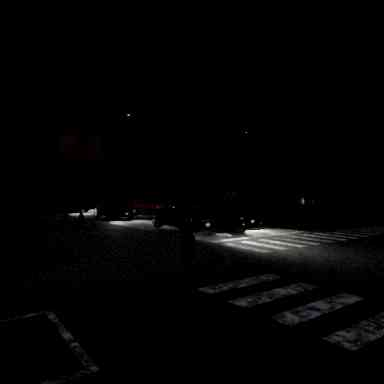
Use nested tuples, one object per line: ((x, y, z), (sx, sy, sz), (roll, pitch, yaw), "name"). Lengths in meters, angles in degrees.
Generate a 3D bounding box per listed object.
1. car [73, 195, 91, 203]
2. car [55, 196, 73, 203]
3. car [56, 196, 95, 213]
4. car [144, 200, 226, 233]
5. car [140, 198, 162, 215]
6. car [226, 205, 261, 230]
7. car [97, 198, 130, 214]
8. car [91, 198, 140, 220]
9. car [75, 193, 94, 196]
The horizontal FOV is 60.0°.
((-21.979, 1.367, 66.414), (1.882, 1.535, 5.008), (0, 0, -36), "car")
((-25.030, 1.439, 65.087), (2.033, 1.411, 5.357), (0, 0, -36), "car")
((-13.023, 1.495, 36.869), (2.033, 1.411, 5.357), (0, 0, -36), "car")
((-0.580, 1.472, 19.532), (2.128, 1.511, 4.902), (0, 0, -36), "car")
((-3.326, 1.313, 28.934), (2.097, 1.767, 4.553), (0, 0, -36), "car")
((2.353, 1.540, 21.081), (1.994, 1.385, 4.181), (0, 0, -37), "car")
((-8.671, 1.473, 36.396), (1.812, 1.442, 4.674), (0, 0, -36), "car")
((-6.477, 1.470, 27.751), (1.837, 1.490, 4.892), (0, 0, -36), "car")
((-17.926, 1.135, 55.186), (2.150, 2.045, 5.566), (0, 0, -36), "car")
